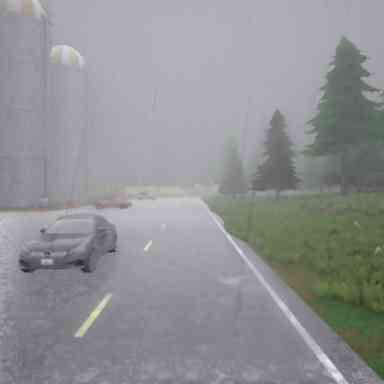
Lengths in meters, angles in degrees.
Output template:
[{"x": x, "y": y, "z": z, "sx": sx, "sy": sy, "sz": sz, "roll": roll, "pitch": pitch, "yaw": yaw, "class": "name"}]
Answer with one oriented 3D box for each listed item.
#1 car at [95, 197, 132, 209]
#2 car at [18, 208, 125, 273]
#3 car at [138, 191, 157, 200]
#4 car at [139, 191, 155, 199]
[{"x": -9.072, "y": 1.286, "z": 38.659, "sx": 4.181, "sy": 1.381, "sz": 1.994, "roll": 0, "pitch": 0, "yaw": -1, "class": "car"}, {"x": -3.590, "y": 1.453, "z": 10.536, "sx": 1.812, "sy": 1.442, "sz": 4.674, "roll": 0, "pitch": 0, "yaw": 0, "class": "car"}, {"x": -9.569, "y": 0.994, "z": 71.666, "sx": 3.988, "sy": 1.617, "sz": 1.851, "roll": 0, "pitch": 0, "yaw": -1, "class": "car"}, {"x": -11.931, "y": 0.754, "z": 88.510, "sx": 3.866, "sy": 1.878, "sz": 1.905, "roll": 0, "pitch": 0, "yaw": -31, "class": "car"}]
